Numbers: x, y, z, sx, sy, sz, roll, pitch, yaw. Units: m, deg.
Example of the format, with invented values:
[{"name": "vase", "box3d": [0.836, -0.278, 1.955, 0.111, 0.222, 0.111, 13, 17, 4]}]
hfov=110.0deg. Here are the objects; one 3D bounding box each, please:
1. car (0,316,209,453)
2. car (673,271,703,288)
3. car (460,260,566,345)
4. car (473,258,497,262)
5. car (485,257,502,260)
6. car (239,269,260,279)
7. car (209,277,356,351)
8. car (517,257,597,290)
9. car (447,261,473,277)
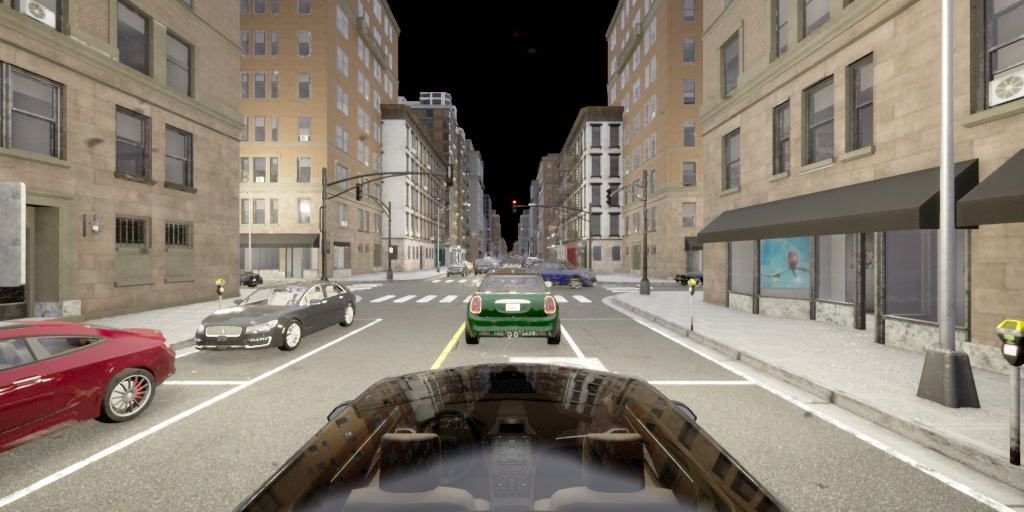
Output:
[{"name": "car", "box3d": [-5.389, 1.332, 3.161, 1.802, 1.307, 4.207, 0, 0, 0]}, {"name": "car", "box3d": [13.495, 1.430, 24.079, 4.718, 1.301, 1.895, 0, 0, 0]}, {"name": "car", "box3d": [0.040, 1.102, 9.685, 2.097, 1.767, 4.553, 0, 0, 1]}, {"name": "car", "box3d": [-2.854, 1.247, 37.085, 1.837, 1.490, 4.892, 0, 1, 0]}, {"name": "car", "box3d": [-2.851, 1.269, 52.102, 1.812, 1.442, 4.674, 0, 0, 0]}, {"name": "car", "box3d": [-17.145, 1.223, 21.077, 4.181, 1.385, 1.994, 0, 0, 0]}, {"name": "car", "box3d": [-5.389, 1.300, 8.843, 2.007, 1.370, 4.403, 0, 0, 0]}, {"name": "car", "box3d": [2.976, 1.120, 22.661, 4.553, 1.767, 2.097, 0, 0, 28]}, {"name": "car", "box3d": [-5.393, 1.296, 35.719, 2.007, 1.370, 4.403, 0, 0, 0]}]
